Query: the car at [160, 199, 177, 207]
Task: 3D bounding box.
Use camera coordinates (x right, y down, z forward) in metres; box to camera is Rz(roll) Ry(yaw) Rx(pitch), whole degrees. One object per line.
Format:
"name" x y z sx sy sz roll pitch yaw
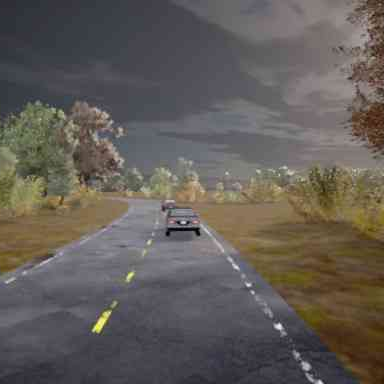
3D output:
"car" -2.758 1.537 40.277 1.812 1.442 4.674 0 0 -8

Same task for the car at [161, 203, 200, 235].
"car" -0.574 1.552 18.837 2.033 1.411 5.357 0 0 -4
